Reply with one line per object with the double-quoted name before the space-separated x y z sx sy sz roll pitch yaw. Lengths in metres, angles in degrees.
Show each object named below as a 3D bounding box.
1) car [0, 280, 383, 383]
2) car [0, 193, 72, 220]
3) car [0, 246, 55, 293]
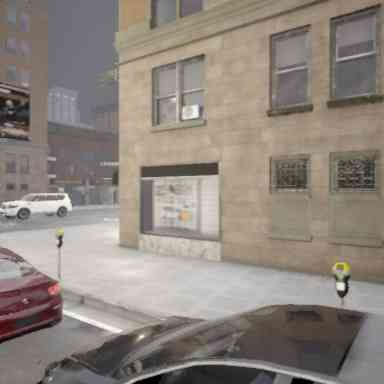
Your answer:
"car" 0.677 1.563 2.368 4.313 1.339 1.947 0 0 36
"car" -12.678 1.111 27.456 2.150 2.045 5.566 0 0 35
"car" -3.870 1.557 5.612 4.206 1.307 1.802 0 0 36
